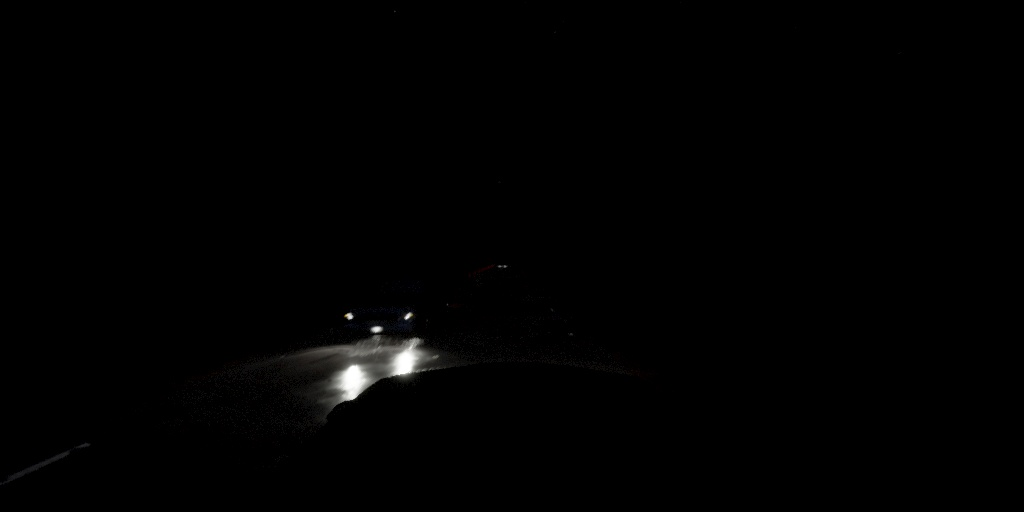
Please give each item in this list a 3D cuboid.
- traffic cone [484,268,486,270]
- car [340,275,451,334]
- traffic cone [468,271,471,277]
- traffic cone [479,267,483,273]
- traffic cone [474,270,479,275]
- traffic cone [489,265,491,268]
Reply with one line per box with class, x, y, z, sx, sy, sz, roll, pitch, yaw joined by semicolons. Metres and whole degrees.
traffic cone;-4.184;1.878;50.559;0.340;0.580;0.340;0;0;0
car;-3.095;1.299;10.863;2.033;1.411;5.357;0;0;0
traffic cone;-4.189;1.791;35.559;0.340;0.580;0.340;0;0;0
traffic cone;-4.185;1.849;45.559;0.340;0.580;0.340;0;0;0
traffic cone;-4.187;1.820;40.559;0.340;0.580;0.340;0;0;0
traffic cone;-4.180;1.937;60.559;0.340;0.580;0.340;0;0;0
